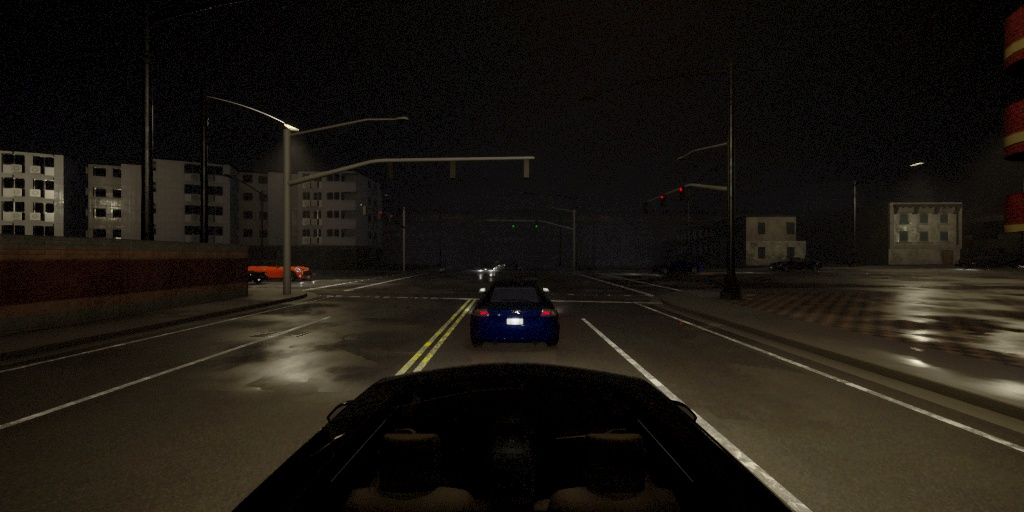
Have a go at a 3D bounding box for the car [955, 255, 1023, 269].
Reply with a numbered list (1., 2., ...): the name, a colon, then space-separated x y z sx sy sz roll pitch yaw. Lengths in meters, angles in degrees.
1. car: 49.928 0.622 37.439 5.357 1.411 2.033 -1 0 1

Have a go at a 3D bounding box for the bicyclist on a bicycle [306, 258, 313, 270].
1. bicyclist on a bicycle: -25.562 1.051 45.223 0.582 1.620 1.656 0 0 0

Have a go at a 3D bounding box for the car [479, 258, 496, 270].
1. car: -3.746 1.255 53.710 1.837 1.490 4.892 0 0 0

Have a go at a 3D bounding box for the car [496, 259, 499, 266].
1. car: -3.753 1.276 63.080 1.812 1.442 4.674 0 0 0

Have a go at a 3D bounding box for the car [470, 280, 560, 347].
1. car: 0.063 1.314 9.372 1.994 1.385 4.181 0 0 0

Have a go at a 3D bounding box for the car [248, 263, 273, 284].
1. car: -19.921 1.351 25.132 4.718 1.301 1.895 0 0 1

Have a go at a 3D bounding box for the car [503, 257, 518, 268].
1. car: -0.083 1.314 58.617 1.994 1.385 4.181 0 0 0

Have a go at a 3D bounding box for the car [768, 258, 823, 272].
1. car: 29.867 0.920 37.856 4.902 1.511 2.128 -1 0 1

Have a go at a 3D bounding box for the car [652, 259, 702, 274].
1. car: 17.456 1.095 38.049 5.008 1.535 1.882 -1 0 0

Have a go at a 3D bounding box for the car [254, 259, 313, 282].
1. car: -18.463 1.102 28.582 4.553 1.767 2.097 0 0 0
